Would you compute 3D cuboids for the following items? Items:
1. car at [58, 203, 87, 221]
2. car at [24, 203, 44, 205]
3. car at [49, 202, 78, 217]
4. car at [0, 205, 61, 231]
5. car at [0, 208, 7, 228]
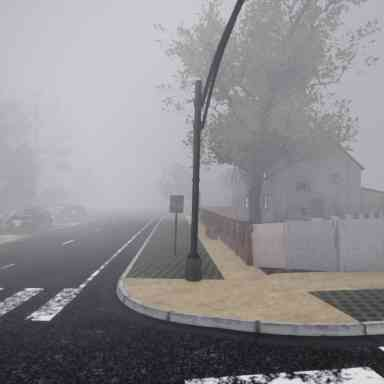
[{"bbox_3d":[-12.666,2.106,35.216,2.097,1.767,4.553,2,-1,-3],"label":"car"},{"bbox_3d":[-15.786,1.950,32.649,2.097,1.767,4.553,2,-1,-3],"label":"car"},{"bbox_3d":[-16.268,2.173,42.326,2.097,1.767,4.553,2,-1,-3],"label":"car"},{"bbox_3d":[-12.154,2.020,25.327,2.128,1.511,4.902,2,-1,-3],"label":"car"},{"bbox_3d":[-15.316,1.897,23.601,1.837,1.490,4.892,2,-1,-3],"label":"car"}]
